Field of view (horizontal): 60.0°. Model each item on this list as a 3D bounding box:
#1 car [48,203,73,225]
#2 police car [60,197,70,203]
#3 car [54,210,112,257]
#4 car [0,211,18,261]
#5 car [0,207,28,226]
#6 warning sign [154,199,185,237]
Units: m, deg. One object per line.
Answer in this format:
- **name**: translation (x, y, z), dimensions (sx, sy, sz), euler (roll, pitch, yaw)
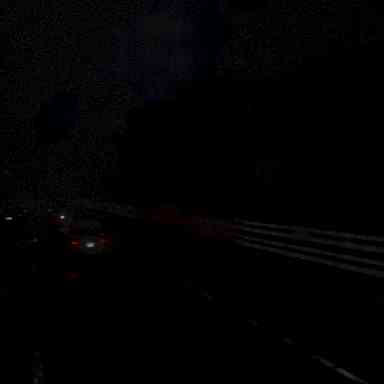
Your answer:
- **car**: translation (-10.528, 1.873, 26.889), dimensions (1.994, 1.385, 4.181), euler (0, -1, -23)
- **police car**: translation (-31.454, 2.428, 81.712), dimensions (1.930, 1.638, 5.238), euler (0, -1, -20)
- **car**: translation (-4.517, 1.683, 13.763), dimensions (1.812, 1.442, 4.674), euler (0, -1, -25)
- **car**: translation (-7.679, 1.663, 12.262), dimensions (1.812, 1.442, 4.674), euler (0, -1, -25)
- **car**: translation (-13.654, 1.851, 25.299), dimensions (1.994, 1.385, 4.181), euler (0, -1, -24)
- **warning sign**: translation (-1.202, 1.319, 17.358), dimensions (1.300, 1.860, 1.060), euler (1, -1, -25)
